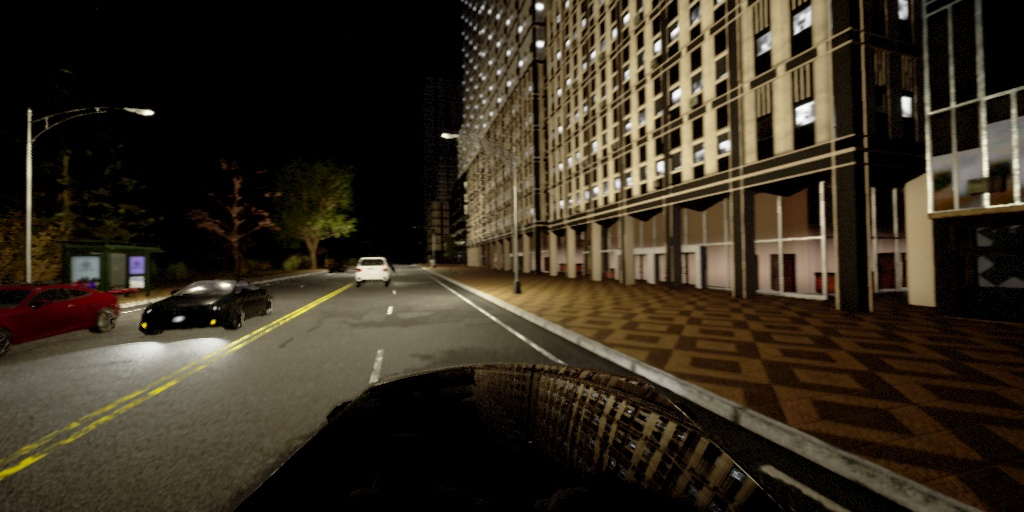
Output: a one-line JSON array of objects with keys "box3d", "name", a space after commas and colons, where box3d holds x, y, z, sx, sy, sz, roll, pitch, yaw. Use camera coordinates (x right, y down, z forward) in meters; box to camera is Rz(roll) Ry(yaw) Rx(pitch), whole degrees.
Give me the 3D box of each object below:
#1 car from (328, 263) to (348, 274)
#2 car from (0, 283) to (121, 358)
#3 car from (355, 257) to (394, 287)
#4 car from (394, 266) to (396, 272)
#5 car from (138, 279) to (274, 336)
[{"box3d": [-24.203, 1.752, 50.116, 2.033, 1.411, 5.357, -1, 0, -17], "name": "car"}, {"box3d": [-11.603, 1.399, 8.340, 1.812, 1.442, 4.674, -1, 0, -17], "name": "car"}, {"box3d": [-10.145, 1.111, 26.561, 2.150, 2.045, 5.566, -1, 0, -17], "name": "car"}, {"box3d": [-17.467, 1.663, 50.648, 1.895, 1.301, 4.718, -1, 0, -17], "name": "car"}, {"box3d": [-9.008, 1.413, 10.982, 1.994, 1.385, 4.181, -1, 0, -17], "name": "car"}]
